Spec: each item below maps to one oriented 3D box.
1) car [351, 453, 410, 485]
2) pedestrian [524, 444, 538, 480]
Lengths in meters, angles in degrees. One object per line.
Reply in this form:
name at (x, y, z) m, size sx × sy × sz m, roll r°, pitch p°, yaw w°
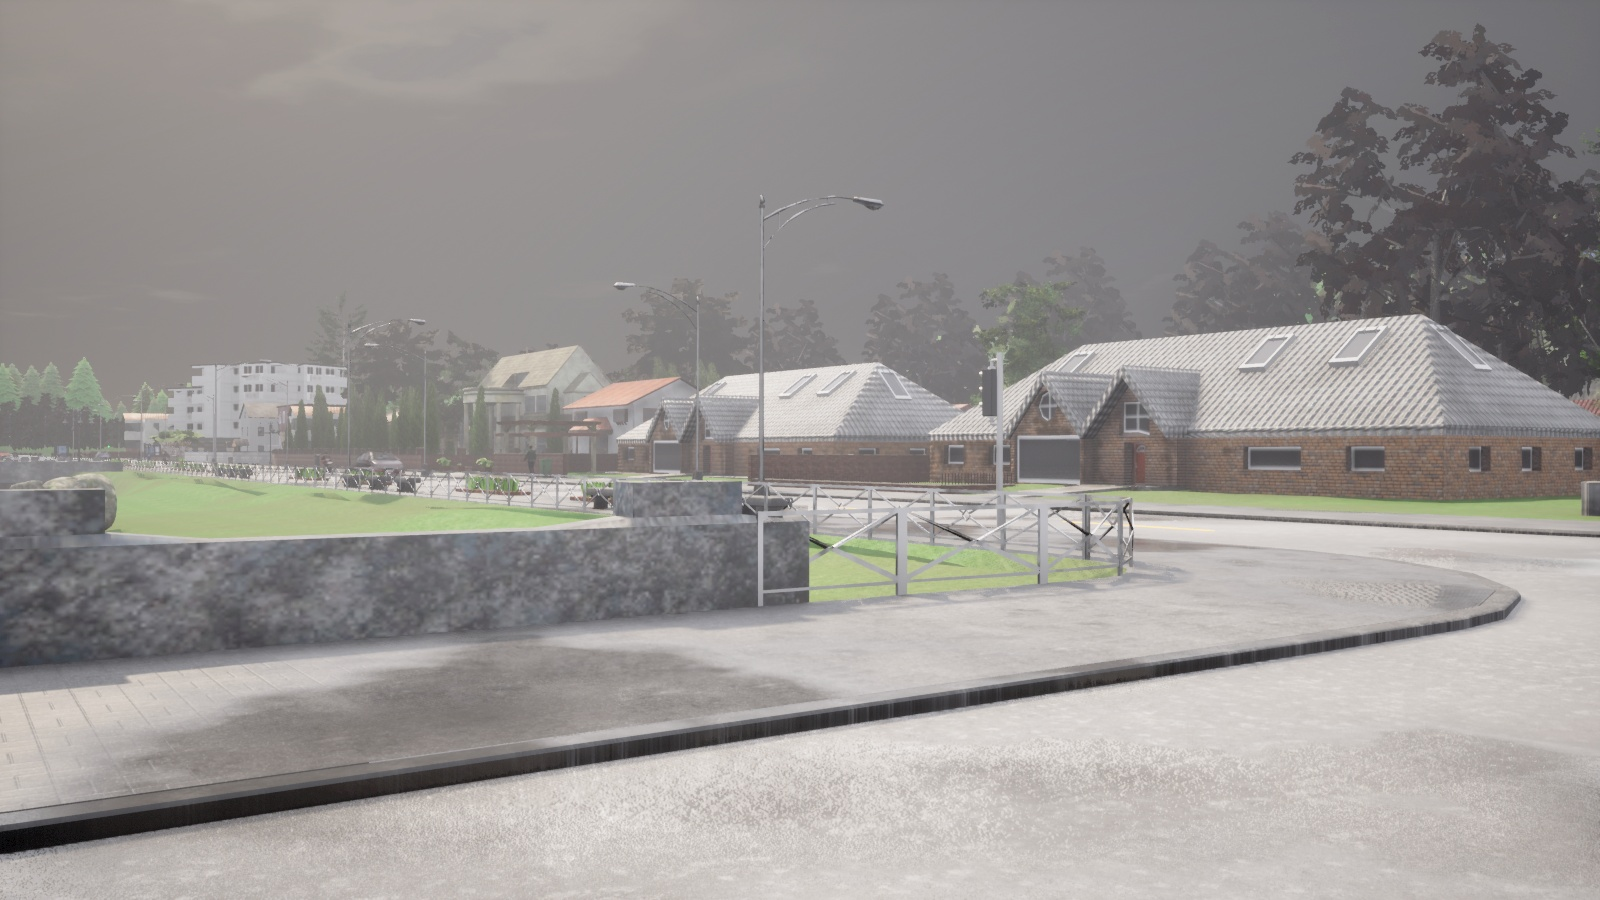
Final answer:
car at (-20.749, 0.919, 62.043) m, size 1.789 × 1.549 × 3.705 m, roll 0°, pitch 0°, yaw -35°
pedestrian at (-14.485, 0.651, 67.573) m, size 0.423 × 1.949 × 0.788 m, roll 0°, pitch 0°, yaw -38°
